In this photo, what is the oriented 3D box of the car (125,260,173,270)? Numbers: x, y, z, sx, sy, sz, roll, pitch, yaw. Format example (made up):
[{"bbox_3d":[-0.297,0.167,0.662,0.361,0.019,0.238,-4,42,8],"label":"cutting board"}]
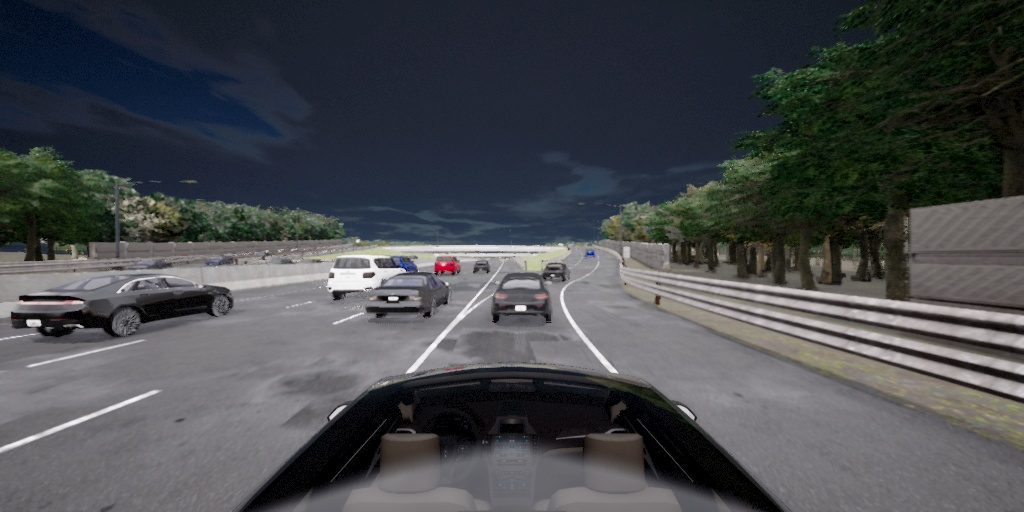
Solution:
[{"bbox_3d":[-38.662,1.111,38.379,2.033,1.411,5.357,0,1,-20],"label":"car"}]

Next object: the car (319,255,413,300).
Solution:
[{"bbox_3d":[-6.905,0.983,17.764,2.150,2.045,5.566,0,0,0],"label":"car"}]

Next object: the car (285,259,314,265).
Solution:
[{"bbox_3d":[-24.671,1.132,43.259,2.097,1.767,4.553,0,0,0],"label":"car"}]

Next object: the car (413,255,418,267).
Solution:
[{"bbox_3d":[-10.439,0.995,33.048,2.150,2.045,5.566,0,0,0],"label":"car"}]

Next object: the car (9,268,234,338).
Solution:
[{"bbox_3d":[-10.402,1.247,10.227,2.128,1.511,4.902,0,0,0],"label":"car"}]

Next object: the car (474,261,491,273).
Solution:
[{"bbox_3d":[-3.590,1.288,43.637,1.837,1.490,4.892,0,0,0],"label":"car"}]

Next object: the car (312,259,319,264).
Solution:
[{"bbox_3d":[-21.174,1.327,42.929,2.033,1.411,5.357,0,0,0],"label":"car"}]

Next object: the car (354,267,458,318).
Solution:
[{"bbox_3d":[-3.502,1.306,13.073,2.033,1.411,5.357,0,0,0],"label":"car"}]

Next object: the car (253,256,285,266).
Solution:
[{"bbox_3d":[-28.166,1.131,43.061,2.097,1.767,4.553,0,0,0],"label":"car"}]

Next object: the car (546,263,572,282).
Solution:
[{"bbox_3d":[3.909,1.350,30.751,1.837,1.490,4.892,0,-1,16],"label":"car"}]

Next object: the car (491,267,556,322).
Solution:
[{"bbox_3d":[0.386,1.284,12.224,1.812,1.442,4.674,0,0,4],"label":"car"}]

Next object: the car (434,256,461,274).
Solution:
[{"bbox_3d":[-6.965,1.000,38.959,2.150,2.045,5.566,0,0,0],"label":"car"}]
